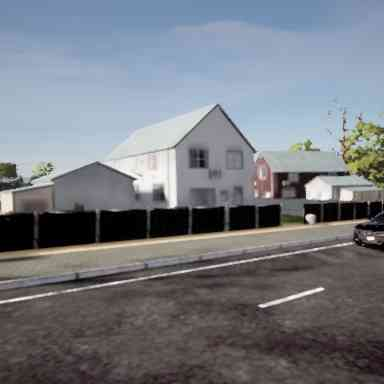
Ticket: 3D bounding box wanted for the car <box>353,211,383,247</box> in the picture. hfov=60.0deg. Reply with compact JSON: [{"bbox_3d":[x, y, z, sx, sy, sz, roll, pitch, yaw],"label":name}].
[{"bbox_3d":[8.704,1.470,13.878,5.008,1.535,1.882,0,0,-35],"label":"car"}]
